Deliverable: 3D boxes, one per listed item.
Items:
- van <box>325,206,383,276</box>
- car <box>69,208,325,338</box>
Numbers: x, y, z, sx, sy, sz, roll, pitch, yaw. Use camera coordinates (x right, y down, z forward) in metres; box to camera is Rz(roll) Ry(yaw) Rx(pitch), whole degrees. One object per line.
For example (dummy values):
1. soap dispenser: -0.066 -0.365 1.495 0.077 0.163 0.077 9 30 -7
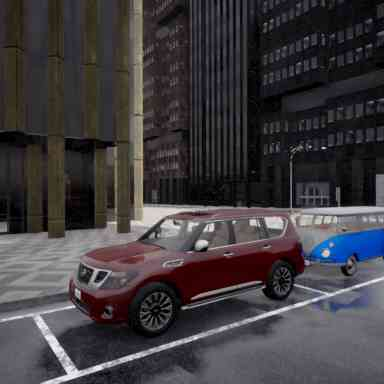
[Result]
1. van: 4.704 1.341 10.020 3.998 1.788 1.690 0 0 -36
2. car: 0.208 1.315 6.809 5.009 1.841 2.192 0 0 -36
